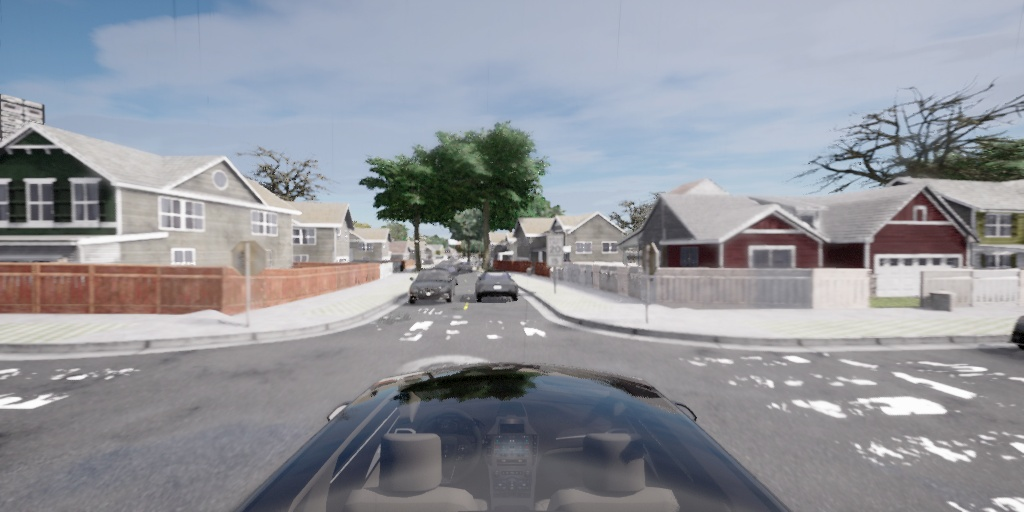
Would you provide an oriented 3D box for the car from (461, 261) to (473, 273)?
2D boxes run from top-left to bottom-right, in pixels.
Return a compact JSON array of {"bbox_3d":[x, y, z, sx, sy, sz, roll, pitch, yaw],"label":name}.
[{"bbox_3d":[-6.325,1.475,47.988,2.128,1.511,4.902,0,0,-13],"label":"car"}]

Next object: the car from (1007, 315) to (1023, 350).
[{"bbox_3d":[12.786,1.440,7.171,4.181,1.385,1.994,1,1,-8],"label":"car"}]

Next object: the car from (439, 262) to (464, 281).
[{"bbox_3d":[-4.935,1.444,27.195,2.033,1.411,5.357,0,0,-9],"label":"car"}]

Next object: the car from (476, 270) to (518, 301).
[{"bbox_3d":[-0.823,1.394,18.129,1.994,1.385,4.181,0,0,-5],"label":"car"}]

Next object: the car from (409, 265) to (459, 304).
[{"bbox_3d":[-3.687,1.349,17.179,1.837,1.490,4.892,0,-1,-6],"label":"car"}]
